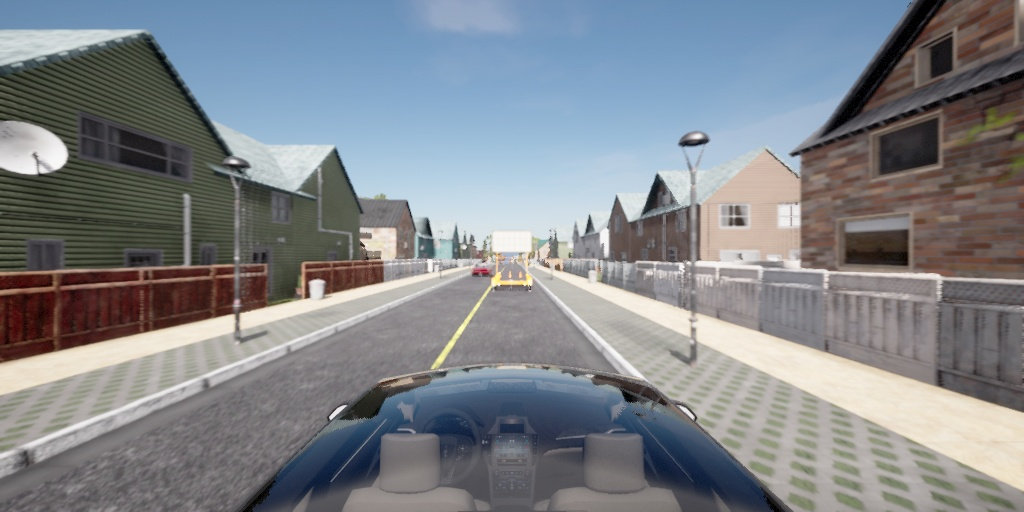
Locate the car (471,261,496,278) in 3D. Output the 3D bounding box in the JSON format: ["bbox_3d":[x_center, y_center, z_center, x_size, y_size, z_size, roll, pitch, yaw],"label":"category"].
[{"bbox_3d":[-2.851,1.370,34.833,1.895,1.301,4.718,0,0,0],"label":"car"}]

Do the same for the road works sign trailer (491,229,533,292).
[{"bbox_3d":[0.002,0.212,21.224,2.380,3.560,2.880,0,0,0],"label":"road works sign trailer"}]
